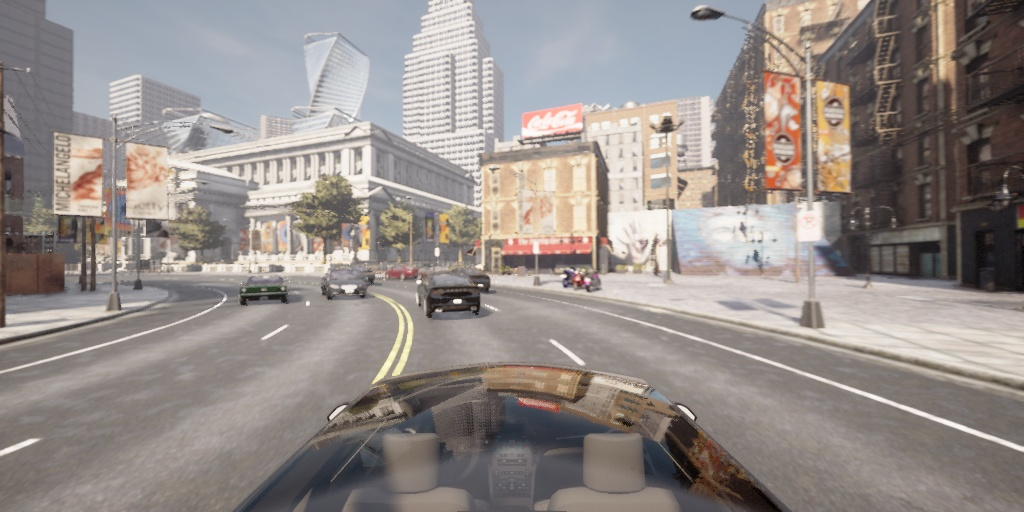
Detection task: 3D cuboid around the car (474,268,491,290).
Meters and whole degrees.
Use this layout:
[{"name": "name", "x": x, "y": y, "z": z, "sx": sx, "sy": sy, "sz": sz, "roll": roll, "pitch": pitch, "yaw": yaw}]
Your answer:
[{"name": "car", "x": -3.027, "y": 1.475, "z": 22.551, "sx": 1.837, "sy": 1.490, "sz": 4.892, "roll": 1, "pitch": -1, "yaw": -31}]

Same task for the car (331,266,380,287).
[{"name": "car", "x": -13.099, "y": 1.611, "z": 29.766, "sx": 2.128, "sy": 1.511, "sz": 4.902, "roll": 0, "pitch": -1, "yaw": -44}]

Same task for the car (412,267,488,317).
[{"name": "car", "x": -2.631, "y": 1.365, "z": 14.084, "sx": 1.882, "sy": 1.535, "sz": 5.008, "roll": 0, "pitch": -1, "yaw": -20}]

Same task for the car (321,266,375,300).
[{"name": "car", "x": -9.257, "y": 1.487, "z": 19.636, "sx": 2.128, "sy": 1.511, "sz": 4.902, "roll": 0, "pitch": -1, "yaw": -32}]

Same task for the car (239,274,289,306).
[{"name": "car", "x": -12.259, "y": 1.602, "z": 17.862, "sx": 1.895, "sy": 1.301, "sz": 4.718, "roll": 0, "pitch": -1, "yaw": -33}]
